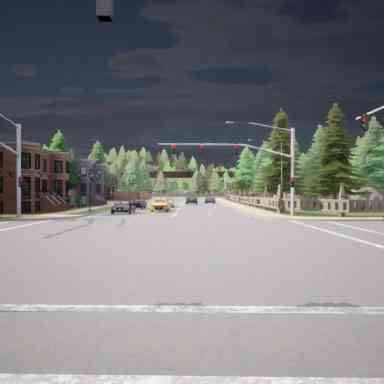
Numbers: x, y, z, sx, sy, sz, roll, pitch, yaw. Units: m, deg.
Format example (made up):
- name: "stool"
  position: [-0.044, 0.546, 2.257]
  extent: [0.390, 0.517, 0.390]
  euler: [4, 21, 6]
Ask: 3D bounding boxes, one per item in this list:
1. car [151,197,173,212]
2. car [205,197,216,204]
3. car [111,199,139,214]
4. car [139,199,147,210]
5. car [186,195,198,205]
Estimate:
- name: "car"
  position: [-3.627, 1.478, 38.810]
  extent: [1.882, 1.535, 5.008]
  euler: [0, 0, 0]
- name: "car"
  position: [3.545, 1.564, 65.183]
  extent: [1.994, 1.385, 4.181]
  euler: [0, 0, 0]
- name: "car"
  position: [-7.127, 1.564, 34.835]
  extent: [1.994, 1.385, 4.181]
  euler: [0, 0, 0]
- name: "car"
  position: [-7.124, 1.601, 43.587]
  extent: [1.895, 1.301, 4.718]
  euler: [0, 0, 0]
- name: "car"
  position: [-0.052, 1.352, 60.203]
  extent: [2.097, 1.767, 4.553]
  euler: [0, 0, 0]
